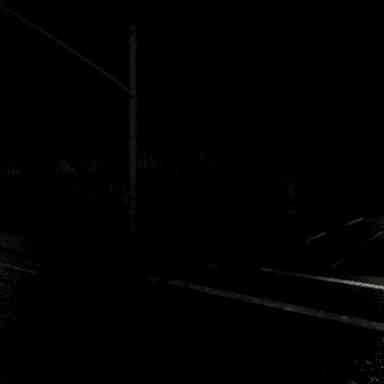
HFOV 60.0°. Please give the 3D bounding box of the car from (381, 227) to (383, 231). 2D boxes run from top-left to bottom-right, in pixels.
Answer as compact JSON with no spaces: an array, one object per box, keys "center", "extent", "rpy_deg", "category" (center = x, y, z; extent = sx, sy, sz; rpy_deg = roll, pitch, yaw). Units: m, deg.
[{"center":[7.202,1.467,10.302],"extent":[1.837,1.490,4.892],"rpy_deg":[0,0,35],"category":"car"}]
